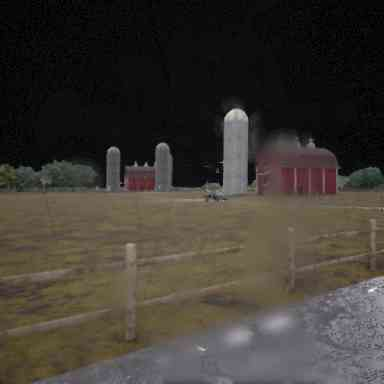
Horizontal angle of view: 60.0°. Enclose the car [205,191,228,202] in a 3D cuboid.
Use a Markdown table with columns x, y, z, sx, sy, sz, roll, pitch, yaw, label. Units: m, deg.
| x | y | z | sx | sy | sz | roll | pitch | yaw | label |
| --- | --- | --- | --- | --- | --- | --- | --- | --- | --- |
| 4.888 | 0.913 | 66.660 | 2.150 | 2.045 | 5.566 | 1 | 0 | -35 | car |
